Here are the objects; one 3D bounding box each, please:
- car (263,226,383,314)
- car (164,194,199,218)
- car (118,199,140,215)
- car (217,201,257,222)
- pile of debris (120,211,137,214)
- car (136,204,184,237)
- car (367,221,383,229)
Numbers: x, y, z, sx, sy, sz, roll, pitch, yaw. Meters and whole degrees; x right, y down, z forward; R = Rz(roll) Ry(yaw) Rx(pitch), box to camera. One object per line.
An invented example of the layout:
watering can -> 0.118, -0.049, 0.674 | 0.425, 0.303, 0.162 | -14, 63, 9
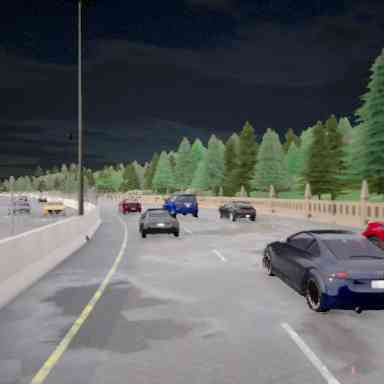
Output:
car -> 3.082, 1.552, 7.690 | 1.994, 1.385, 4.181 | 0, 0, -4
car -> -1.079, 1.227, 29.773 | 2.150, 2.045, 5.566 | 0, 0, -16
car -> -6.647, 1.506, 35.212 | 1.882, 1.535, 5.008 | 0, 0, -20
car -> 3.462, 1.492, 26.363 | 1.837, 1.490, 4.892 | 0, 0, -14
pile of debris -> -6.881, 2.205, 36.004 | 1.500, 0.140, 1.860 | 0, 0, -21
car -> -1.874, 1.572, 18.204 | 1.994, 1.385, 4.181 | 0, 0, -10
car -> 6.593, 1.196, 8.192 | 2.150, 2.045, 5.566 | 0, 0, -5
